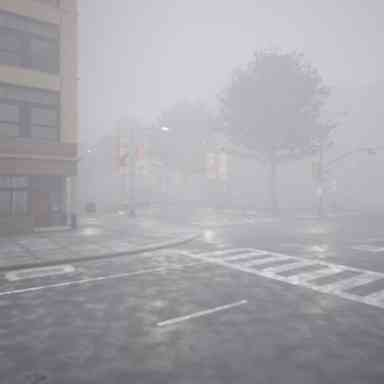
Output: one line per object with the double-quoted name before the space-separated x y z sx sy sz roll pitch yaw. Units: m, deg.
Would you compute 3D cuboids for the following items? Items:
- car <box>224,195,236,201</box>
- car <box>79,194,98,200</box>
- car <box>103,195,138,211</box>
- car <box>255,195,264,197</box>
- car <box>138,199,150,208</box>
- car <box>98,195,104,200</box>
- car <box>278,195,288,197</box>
"car" 8.030 1.340 76.809 2.161 1.482 4.786 0 0 -36
"car" -26.697 1.233 85.998 2.097 1.767 4.553 0 0 -36
"car" -8.983 1.454 41.576 1.882 1.535 5.008 0 0 -35
"car" 17.681 1.373 83.259 1.895 1.301 4.718 0 0 -36
"car" -7.520 1.572 45.557 1.895 1.301 4.718 0 0 -35
"car" -23.891 1.468 88.092 1.895 1.301 4.718 0 0 -36
"car" 18.508 1.240 69.327 2.002 1.452 4.674 0 0 -36
